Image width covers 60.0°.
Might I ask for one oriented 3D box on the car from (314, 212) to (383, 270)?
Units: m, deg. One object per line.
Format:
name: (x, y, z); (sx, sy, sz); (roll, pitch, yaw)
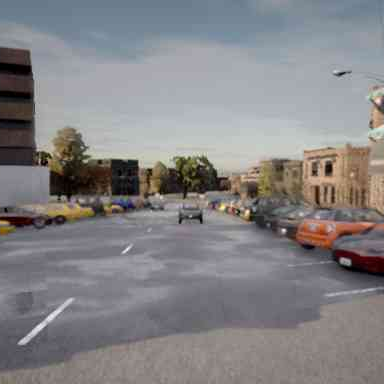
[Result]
car: (6.365, 1.496, 9.743); (4.792, 1.488, 2.163); (1, 0, -20)

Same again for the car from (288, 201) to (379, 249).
car: (6.350, 1.350, 12.687); (4.553, 1.767, 2.185); (1, 0, -20)

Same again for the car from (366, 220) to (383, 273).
car: (6.409, 1.462, 6.826); (5.008, 1.535, 2.097); (1, 0, -20)

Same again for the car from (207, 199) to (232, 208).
car: (5.656, 2.413, 68.457); (4.553, 1.767, 2.185); (1, -2, -21)

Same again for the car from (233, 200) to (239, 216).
car: (6.286, 1.620, 27.363); (5.008, 1.535, 2.097); (1, -1, -20)

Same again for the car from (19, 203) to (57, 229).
car: (-11.459, 1.605, 21.350); (4.792, 1.488, 2.163); (-1, -1, -20)

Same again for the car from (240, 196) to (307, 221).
car: (6.356, 1.294, 21.512); (5.566, 2.045, 2.435); (1, -1, -20)

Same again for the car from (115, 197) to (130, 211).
car: (-11.759, 1.781, 45.272); (5.566, 2.045, 2.435); (0, -1, -21)

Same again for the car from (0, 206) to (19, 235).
car: (-11.276, 1.516, 15.420); (5.366, 1.575, 1.946); (-1, -1, -20)

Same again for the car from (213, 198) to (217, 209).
car: (6.036, 2.048, 47.896); (4.892, 1.521, 2.231); (1, -2, -21)

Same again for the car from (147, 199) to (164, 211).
car: (-5.471, 2.207, 53.110); (2.128, 1.511, 4.902); (0, -1, 0)

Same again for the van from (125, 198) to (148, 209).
van: (-11.517, 2.389, 69.377); (4.442, 1.987, 1.878); (0, -2, -19)

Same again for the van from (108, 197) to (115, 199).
van: (-11.769, 1.663, 39.250); (4.442, 1.987, 1.878); (0, -1, -21)

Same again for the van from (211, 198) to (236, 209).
van: (5.911, 2.175, 62.619); (4.442, 1.987, 1.878); (1, -2, -21)

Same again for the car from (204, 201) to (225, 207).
car: (5.436, 2.861, 80.255); (4.674, 1.452, 2.002); (1, -1, -21)

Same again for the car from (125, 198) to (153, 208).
car: (-11.561, 2.437, 72.347); (5.566, 2.045, 2.435); (0, -2, -19)

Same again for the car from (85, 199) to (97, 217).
car: (-11.736, 1.702, 30.246); (5.366, 1.575, 1.946); (0, -1, -20)

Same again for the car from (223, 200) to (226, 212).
car: (6.196, 1.815, 36.155); (4.674, 1.452, 2.002); (1, -1, -21)

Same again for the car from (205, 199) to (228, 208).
car: (5.534, 2.554, 74.354); (4.553, 1.767, 2.185); (1, -2, -21)

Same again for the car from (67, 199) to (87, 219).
car: (-11.707, 1.653, 27.255); (5.366, 1.575, 1.946); (-1, -1, -20)

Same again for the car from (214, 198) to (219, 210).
car: (6.074, 1.978, 44.965); (4.892, 1.521, 2.231); (1, -2, -21)

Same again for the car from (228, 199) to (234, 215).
car: (6.246, 1.664, 30.293); (5.008, 1.535, 2.097); (1, -1, -20)

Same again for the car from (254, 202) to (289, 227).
car: (6.341, 1.515, 18.564); (4.892, 1.521, 2.231); (1, -1, -20)

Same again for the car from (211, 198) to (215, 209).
car: (6.005, 2.117, 50.830); (5.008, 1.535, 2.097); (1, -1, -21)

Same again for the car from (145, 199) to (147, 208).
car: (-11.632, 2.417, 66.339); (4.553, 1.767, 2.185); (0, -1, -19)

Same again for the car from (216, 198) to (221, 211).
car: (6.115, 1.907, 42.029); (5.008, 1.535, 2.097); (1, -2, -21)

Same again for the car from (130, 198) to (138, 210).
car: (-11.794, 1.927, 51.289); (5.566, 2.045, 2.435); (0, -1, -20)

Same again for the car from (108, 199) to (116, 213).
car: (-11.449, 1.817, 36.360); (5.366, 1.575, 1.946); (0, -1, -20)

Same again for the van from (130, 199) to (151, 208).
van: (-11.657, 2.535, 75.289); (4.442, 1.987, 1.878); (0, -1, -19)

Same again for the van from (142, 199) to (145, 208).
van: (-11.807, 2.245, 63.288); (4.442, 1.987, 1.878); (0, -1, -19)

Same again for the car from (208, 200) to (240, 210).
car: (5.678, 2.321, 59.569); (5.366, 1.575, 1.946); (1, -1, -21)

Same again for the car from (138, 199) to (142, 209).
car: (-11.756, 2.325, 57.317); (4.892, 1.521, 2.231); (0, -2, -20)

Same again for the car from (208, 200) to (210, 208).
car: (5.911, 2.258, 56.700); (5.008, 1.535, 2.097); (1, -1, -21)

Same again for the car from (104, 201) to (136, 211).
car: (-11.785, 2.281, 54.297); (4.792, 1.488, 2.163); (0, -1, -20)

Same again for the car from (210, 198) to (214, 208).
car: (5.923, 2.217, 53.755); (4.792, 1.488, 2.163); (1, -1, -21)

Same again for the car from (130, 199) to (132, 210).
car: (-11.752, 2.106, 48.281); (4.892, 1.521, 2.231); (0, -1, -20)

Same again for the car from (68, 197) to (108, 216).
car: (-11.619, 1.508, 33.295); (5.566, 2.045, 2.435); (0, -1, -20)

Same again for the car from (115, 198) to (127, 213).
car: (-11.522, 1.955, 42.351); (5.366, 1.575, 1.946); (0, -2, -21)

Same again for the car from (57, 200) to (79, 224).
car: (-11.336, 1.606, 24.393); (5.366, 1.575, 1.946); (-1, -1, -20)

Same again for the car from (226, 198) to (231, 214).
car: (6.195, 1.592, 33.226); (4.553, 1.767, 2.185); (1, -2, -21)

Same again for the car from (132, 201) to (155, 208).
car: (-11.500, 2.833, 78.322); (5.008, 1.535, 2.097); (0, -1, -19)

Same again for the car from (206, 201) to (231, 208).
car: (5.650, 2.639, 71.422); (4.792, 1.488, 2.163); (1, -2, -21)

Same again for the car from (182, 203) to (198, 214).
car: (-0.230, 2.063, 42.847); (1.895, 1.301, 4.718); (0, -1, 0)

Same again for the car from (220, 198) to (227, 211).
car: (6.129, 1.714, 39.091); (4.553, 1.767, 2.185); (1, -2, -21)

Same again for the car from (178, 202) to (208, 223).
car: (-0.090, 1.636, 26.921); (2.128, 1.511, 4.902); (0, -1, 0)

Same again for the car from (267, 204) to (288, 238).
car: (6.358, 1.495, 15.626); (4.892, 1.521, 2.231); (1, -1, -20)
